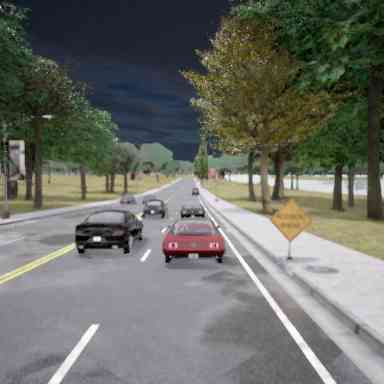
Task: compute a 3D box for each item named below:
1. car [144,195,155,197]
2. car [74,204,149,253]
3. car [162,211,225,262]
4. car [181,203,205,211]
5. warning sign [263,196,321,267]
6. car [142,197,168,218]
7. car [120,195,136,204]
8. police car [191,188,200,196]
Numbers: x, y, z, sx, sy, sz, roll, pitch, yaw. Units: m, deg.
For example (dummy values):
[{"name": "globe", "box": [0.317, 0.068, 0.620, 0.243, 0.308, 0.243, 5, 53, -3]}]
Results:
[{"name": "car", "box": [-6.562, 1.192, 51.218, 1.837, 1.490, 4.892, 0, 1, 0]}, {"name": "car", "box": [-3.170, 1.458, 13.609, 1.882, 1.535, 5.008, 0, -1, 0]}, {"name": "car", "box": [0.070, 1.586, 11.967, 1.895, 1.301, 4.718, 0, 0, 0]}, {"name": "car", "box": [0.073, 1.517, 26.929, 1.895, 1.301, 4.718, 0, 0, 0]}, {"name": "warning sign", "box": [2.889, 1.109, 9.768, 1.300, 1.860, 1.060, 2, 2, 0]}, {"name": "car", "box": [-3.166, 1.427, 29.221, 1.812, 1.442, 4.674, 0, 0, 0]}, {"name": "car", "box": [-9.811, 1.194, 51.091, 1.837, 1.490, 4.892, 0, 1, 0]}, {"name": "police car", "box": [0.999, 0.177, 89.913, 1.930, 1.638, 5.238, 0, 2, 0]}]
